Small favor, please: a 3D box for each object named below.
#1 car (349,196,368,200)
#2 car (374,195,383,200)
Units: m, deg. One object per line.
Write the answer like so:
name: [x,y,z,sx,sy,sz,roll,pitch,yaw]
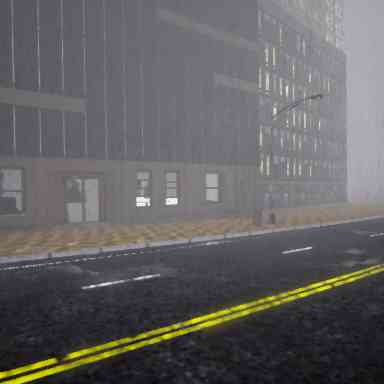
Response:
car: [42.155,1.374,84.187,4.206,1.307,1.802,0,1,44]
car: [46.210,1.390,80.202,4.313,1.339,1.947,0,1,44]
